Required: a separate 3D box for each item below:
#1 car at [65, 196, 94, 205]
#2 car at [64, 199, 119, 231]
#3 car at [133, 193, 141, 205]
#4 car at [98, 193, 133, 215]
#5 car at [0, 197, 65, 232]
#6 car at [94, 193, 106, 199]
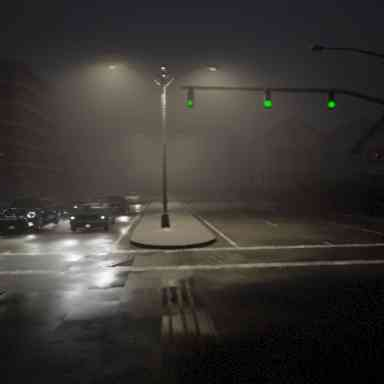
[{"bbox_3d":[-9.711,1.197,27.138,1.895,1.301,4.718,-1,1,-5],"label":"car"},{"bbox_3d":[-5.386,1.309,18.480,1.895,1.301,4.718,-1,1,-7],"label":"car"},{"bbox_3d":[-7.625,0.809,42.372,1.812,1.442,4.674,-1,1,-5],"label":"car"},{"bbox_3d":[-6.246,1.072,27.594,1.812,1.442,4.674,-1,1,-5],"label":"car"},{"bbox_3d":[-8.867,1.107,18.185,2.097,1.767,4.553,-1,1,-5],"label":"car"},{"bbox_3d":[-11.026,0.838,41.099,2.128,1.511,4.902,-1,1,-5],"label":"car"}]
